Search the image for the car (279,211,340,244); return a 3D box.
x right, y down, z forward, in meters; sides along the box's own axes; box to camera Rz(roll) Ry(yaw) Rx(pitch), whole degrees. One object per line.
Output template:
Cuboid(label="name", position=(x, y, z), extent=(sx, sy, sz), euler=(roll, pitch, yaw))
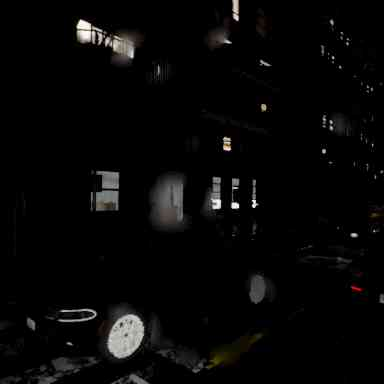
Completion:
Cuboid(label="car", position=(5.221, 1.594, 15.833), extent=(1.802, 1.307, 4.206), euler=(1, 1, 43))

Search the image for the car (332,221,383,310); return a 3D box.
Cuboid(label="car", position=(4.676, 1.531, 6.907), extent=(1.812, 1.442, 4.674), euler=(0, 0, 43))

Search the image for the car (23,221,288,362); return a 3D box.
Cuboid(label="car", position=(-0.384, 1.482, 6.203), extent=(1.882, 1.535, 5.008), euler=(0, 0, 45))

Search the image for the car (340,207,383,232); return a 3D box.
Cuboid(label="car", position=(7.922, 1.575, 14.955), extent=(1.994, 1.385, 4.181), euler=(0, 0, 43))

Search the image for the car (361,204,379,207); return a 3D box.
Cuboid(label="car", position=(12.650, 1.543, 23.826), extent=(1.752, 1.417, 4.829), euler=(1, 1, 43))
